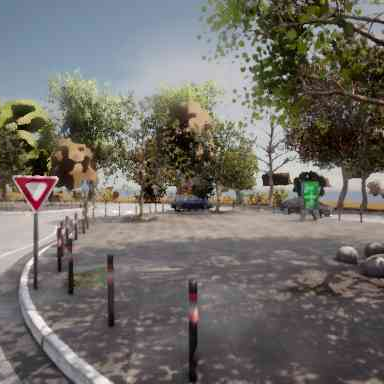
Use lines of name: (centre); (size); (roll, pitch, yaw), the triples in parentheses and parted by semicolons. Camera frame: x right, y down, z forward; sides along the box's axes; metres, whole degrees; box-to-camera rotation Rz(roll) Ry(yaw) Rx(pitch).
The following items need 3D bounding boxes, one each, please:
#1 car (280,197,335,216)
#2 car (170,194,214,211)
car: (9.692, 1.245, 28.294); (1.837, 1.490, 4.892); (0, 0, -31)
car: (-0.011, 1.048, 35.207); (4.553, 1.767, 2.097); (-1, 1, -7)
